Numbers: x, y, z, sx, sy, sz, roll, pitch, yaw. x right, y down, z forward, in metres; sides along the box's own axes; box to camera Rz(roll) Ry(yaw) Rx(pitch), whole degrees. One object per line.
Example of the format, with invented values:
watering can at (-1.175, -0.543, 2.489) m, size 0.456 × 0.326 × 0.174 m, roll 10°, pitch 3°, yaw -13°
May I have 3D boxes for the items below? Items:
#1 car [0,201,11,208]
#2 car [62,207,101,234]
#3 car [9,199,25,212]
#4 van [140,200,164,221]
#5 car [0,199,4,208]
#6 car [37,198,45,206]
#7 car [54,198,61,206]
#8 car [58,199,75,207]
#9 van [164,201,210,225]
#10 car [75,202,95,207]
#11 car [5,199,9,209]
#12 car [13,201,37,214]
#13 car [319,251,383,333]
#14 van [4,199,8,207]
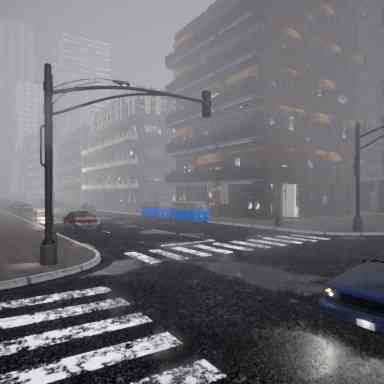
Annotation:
car at (-41.134, 2.655, 73.160) m, size 2.008 × 1.369 × 4.403 m, roll -1°, pitch 0°, yaw -33°
car at (-7.263, 1.874, 21.687) m, size 1.802 × 1.307 × 4.206 m, roll -1°, pitch 0°, yaw -33°
car at (-25.723, 2.174, 49.775) m, size 1.967 × 1.590 × 4.097 m, roll -1°, pitch 0°, yaw -33°
van at (-3.353, 1.675, 30.929) m, size 1.690 × 1.788 × 3.998 m, roll -1°, pitch 0°, yaw -33°
car at (-38.049, 2.345, 68.489) m, size 2.192 × 1.841 × 5.009 m, roll -1°, pitch 0°, yaw -33°
car at (-34.114, 2.387, 77.743) m, size 2.192 × 1.841 × 5.009 m, roll -1°, pitch 0°, yaw -33°
car at (-27.962, 2.239, 68.380) m, size 2.192 × 1.841 × 5.009 m, roll -1°, pitch 0°, yaw -33°
car at (-21.899, 2.304, 59.159) m, size 1.752 × 1.417 × 4.829 m, roll -1°, pitch 0°, yaw -33°
van at (-0.277, 1.601, 26.247) m, size 1.690 × 1.788 × 3.998 m, roll -1°, pitch 0°, yaw -33°
car at (-15.652, 2.210, 49.654) m, size 1.802 × 1.307 × 4.206 m, roll -1°, pitch 0°, yaw -33°
car at (-28.796, 2.359, 54.457) m, size 2.008 × 1.369 × 4.403 m, roll -1°, pitch 0°, yaw -33°
car at (-22.644, 2.242, 45.094) m, size 1.802 × 1.307 × 4.206 m, roll -1°, pitch 0°, yaw -33°
car at (4.841, 1.596, 6.414) m, size 5.357 × 1.411 × 2.033 m, roll 0°, pitch 0°, yaw -33°
van at (-31.877, 2.223, 59.138) m, size 1.690 × 1.788 × 3.998 m, roll -1°, pitch 0°, yaw -33°
